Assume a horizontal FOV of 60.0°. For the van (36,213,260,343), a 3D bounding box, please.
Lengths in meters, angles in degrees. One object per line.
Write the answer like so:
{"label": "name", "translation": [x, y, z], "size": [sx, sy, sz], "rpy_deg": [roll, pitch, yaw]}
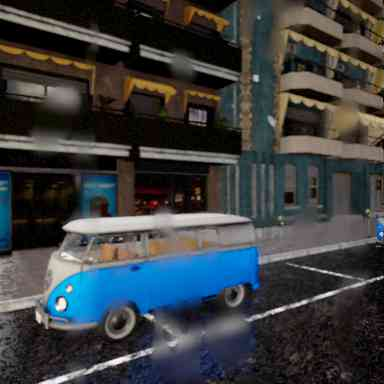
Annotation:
{"label": "van", "translation": [-0.563, 1.327, 6.149], "size": [3.998, 1.788, 1.690], "rpy_deg": [0, 1, -35]}

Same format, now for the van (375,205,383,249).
{"label": "van", "translation": [8.657, 1.276, 12.725], "size": [3.998, 1.788, 1.690], "rpy_deg": [0, 1, -35]}
